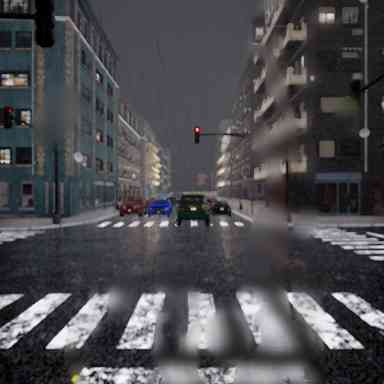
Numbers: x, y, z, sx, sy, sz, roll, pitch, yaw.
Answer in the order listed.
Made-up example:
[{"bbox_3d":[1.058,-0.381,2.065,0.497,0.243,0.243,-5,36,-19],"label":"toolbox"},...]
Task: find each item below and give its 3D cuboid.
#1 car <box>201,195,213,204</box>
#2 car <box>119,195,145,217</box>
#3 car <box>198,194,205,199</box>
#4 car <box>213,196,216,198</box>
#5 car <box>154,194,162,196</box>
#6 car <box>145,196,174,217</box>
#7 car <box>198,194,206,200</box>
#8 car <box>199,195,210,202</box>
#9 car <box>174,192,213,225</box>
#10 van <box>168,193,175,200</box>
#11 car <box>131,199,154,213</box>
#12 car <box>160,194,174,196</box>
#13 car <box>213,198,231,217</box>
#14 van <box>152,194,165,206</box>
[{"bbox_3d":[2.609,1.298,58.362,1.967,1.590,4.097,0,0,0],"label":"car"},{"bbox_3d":[-5.292,1.246,30.607,2.192,1.841,5.009,0,0,0],"label":"car"},{"bbox_3d":[2.632,1.305,91.675,1.887,1.381,4.507,0,0,0],"label":"car"},{"bbox_3d":[2.596,1.485,41.707,1.802,1.307,4.206,0,0,0],"label":"car"},{"bbox_3d":[-5.280,1.433,47.264,1.887,1.381,4.507,0,0,0],"label":"car"},{"bbox_3d":[-2.830,1.409,30.547,1.882,1.535,5.008,0,0,0],"label":"car"},{"bbox_3d":[2.628,1.322,86.123,1.887,1.381,4.507,0,0,0],"label":"car"},{"bbox_3d":[2.616,1.378,69.467,2.008,1.369,4.403,0,0,0],"label":"car"},{"bbox_3d":[0.100,1.169,23.564,2.150,2.045,5.566,0,0,0],"label":"car"},{"bbox_3d":[-5.251,1.119,86.127,1.690,1.788,3.998,0,0,0],"label":"van"},{"bbox_3d":[-5.288,1.462,36.160,1.887,1.381,4.507,0,0,0],"label":"car"},{"bbox_3d":[-2.811,1.401,44.492,1.837,1.490,4.892,0,0,0],"label":"car"},{"bbox_3d":[2.588,1.497,30.603,1.947,1.339,4.313,0,0,0],"label":"car"},{"bbox_3d":[-5.276,1.214,52.815,1.690,1.788,3.998,0,0,0],"label":"van"}]
